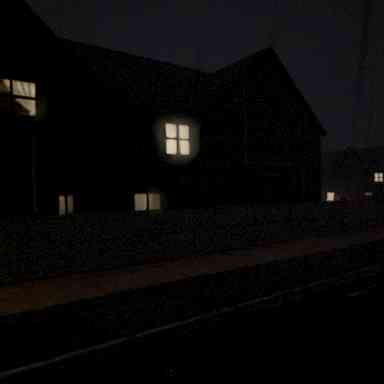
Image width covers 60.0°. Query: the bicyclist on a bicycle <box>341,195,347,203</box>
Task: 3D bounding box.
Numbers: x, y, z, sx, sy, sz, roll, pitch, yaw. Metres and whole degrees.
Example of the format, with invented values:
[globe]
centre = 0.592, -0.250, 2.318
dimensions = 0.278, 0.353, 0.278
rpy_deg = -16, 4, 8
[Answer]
[bicyclist on a bicycle]
centre = 16.374, 1.160, 35.911
dimensions = 1.656, 1.620, 0.582
rpy_deg = -2, 0, -35
